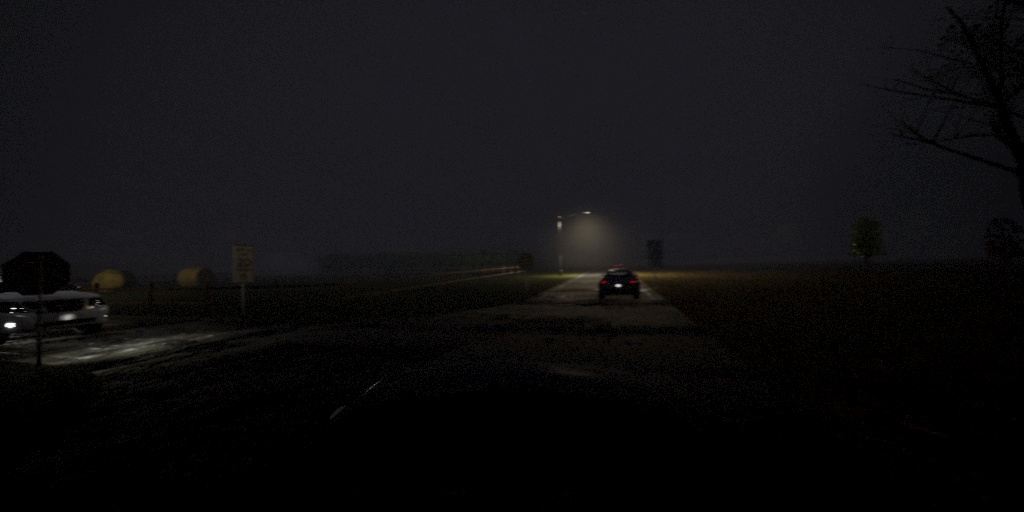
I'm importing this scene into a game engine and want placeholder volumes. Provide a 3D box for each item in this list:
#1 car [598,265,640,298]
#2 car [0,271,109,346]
[{"bbox_3d":[5.726,1.404,19.127,1.994,1.385,4.181,-2,-1,18],"label":"car"},{"bbox_3d":[-15.204,1.449,10.790,5.566,2.045,2.150,-2,-2,14],"label":"car"}]
